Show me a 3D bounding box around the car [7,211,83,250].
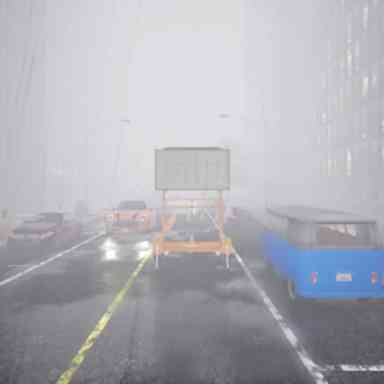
[{"bbox_3d":[-5.681,1.444,13.446,1.802,1.307,4.206,0,1,0],"label":"car"}]

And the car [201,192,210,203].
[{"bbox_3d":[2.725,1.063,47.590,2.008,1.369,4.403,0,1,0],"label":"car"}]

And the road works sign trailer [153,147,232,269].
[{"bbox_3d":[0.008,0.354,10.756,2.380,3.560,2.880,0,1,0],"label":"road works sign trailer"}]

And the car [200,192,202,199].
[{"bbox_3d":[2.729,1.000,53.282,2.008,1.369,4.403,0,1,0],"label":"car"}]

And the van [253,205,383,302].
[{"bbox_3d":[2.696,1.261,7.744,1.690,1.788,3.998,0,1,0],"label":"van"}]

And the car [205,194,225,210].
[{"bbox_3d":[2.716,1.215,36.206,1.802,1.307,4.206,0,1,0],"label":"car"}]

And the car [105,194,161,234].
[{"bbox_3d":[-3.087,1.172,17.668,2.097,1.767,4.553,0,1,0],"label":"car"}]

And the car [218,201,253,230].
[{"bbox_3d":[2.704,1.387,19.129,1.802,1.307,4.206,0,1,0],"label":"car"}]

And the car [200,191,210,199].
[{"bbox_3d":[2.741,0.691,70.357,1.967,1.590,4.097,0,1,0],"label":"car"}]

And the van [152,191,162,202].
[{"bbox_3d":[-5.651,0.790,53.290,1.690,1.788,3.998,0,1,0],"label":"van"}]

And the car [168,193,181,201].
[{"bbox_3d":[-3.017,0.949,58.761,1.994,1.385,4.181,0,1,0],"label":"car"}]

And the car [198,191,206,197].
[{"bbox_3d":[2.758,0.523,93.127,1.887,1.381,4.507,0,1,0],"label":"car"}]
